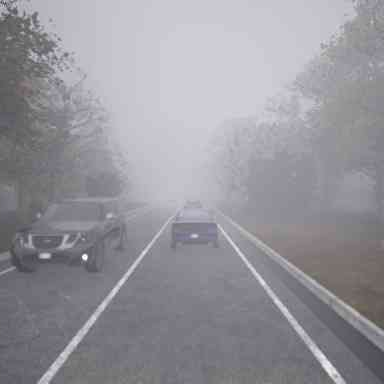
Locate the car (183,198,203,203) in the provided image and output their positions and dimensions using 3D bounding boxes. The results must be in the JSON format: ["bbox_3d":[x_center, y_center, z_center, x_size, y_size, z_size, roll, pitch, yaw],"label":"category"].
[{"bbox_3d":[0.099,1.410,35.007,2.128,1.511,4.902,0,0,0],"label":"car"}]

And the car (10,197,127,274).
[{"bbox_3d":[-3.600,1.210,10.924,2.150,2.045,5.566,0,0,0],"label":"car"}]

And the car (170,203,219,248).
[{"bbox_3d":[0.098,1.456,14.734,1.882,1.535,5.008,0,0,0],"label":"car"}]

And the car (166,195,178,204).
[{"bbox_3d":[-3.513,1.322,59.410,1.882,1.535,5.008,0,0,0],"label":"car"}]
